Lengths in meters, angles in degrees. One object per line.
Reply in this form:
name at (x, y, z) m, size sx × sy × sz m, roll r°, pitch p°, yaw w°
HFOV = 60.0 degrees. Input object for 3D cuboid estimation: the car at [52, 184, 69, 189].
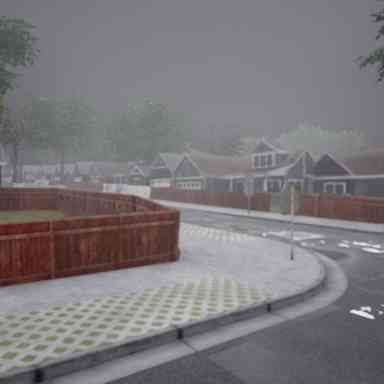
car at (-18.597, -0.315, 46.920) m, size 1.882 × 1.535 × 5.008 m, roll 1°, pitch 2°, yaw -35°
